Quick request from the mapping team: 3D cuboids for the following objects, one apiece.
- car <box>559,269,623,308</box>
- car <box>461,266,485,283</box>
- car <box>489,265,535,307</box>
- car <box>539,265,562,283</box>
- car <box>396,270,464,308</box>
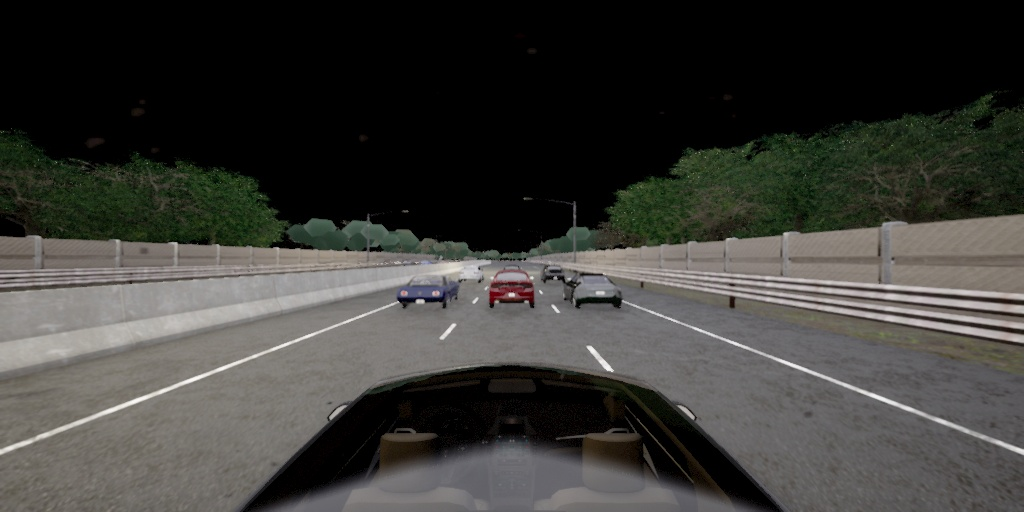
[{"bbox_3d":[3.496,1.449,16.154,1.994,1.385,4.181,0,0,0],"label":"car"},{"bbox_3d":[-3.511,1.549,31.242,1.812,1.442,4.674,0,0,0],"label":"car"},{"bbox_3d":[-0.002,1.363,16.330,1.882,1.535,5.008,0,0,0],"label":"car"},{"bbox_3d":[3.488,1.531,31.152,1.837,1.490,4.892,0,0,0],"label":"car"},{"bbox_3d":[-3.506,1.483,15.959,1.895,1.301,4.718,0,0,0],"label":"car"}]
